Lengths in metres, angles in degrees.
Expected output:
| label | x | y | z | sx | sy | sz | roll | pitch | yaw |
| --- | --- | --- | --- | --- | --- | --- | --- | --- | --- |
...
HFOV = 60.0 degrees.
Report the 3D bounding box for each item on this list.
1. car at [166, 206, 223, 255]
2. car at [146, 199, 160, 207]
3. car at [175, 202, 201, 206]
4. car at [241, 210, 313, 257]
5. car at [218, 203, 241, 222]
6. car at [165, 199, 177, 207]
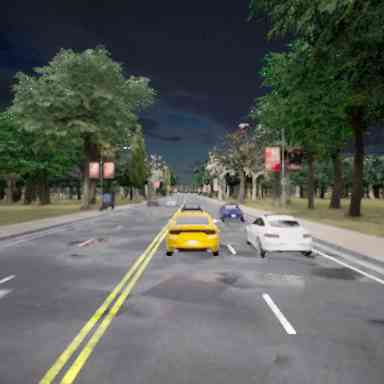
| label | x | y | z | sx | sy | sz | roll | pitch | yaw |
| --- | --- | --- | --- | --- | --- | --- | --- | --- | --- |
| car | 0.040 | 1.559 | 13.638 | 1.882 | 1.535 | 5.008 | 0 | 0 | 0 |
| car | -6.725 | 1.892 | 57.978 | 2.033 | 1.411 | 5.357 | 0 | 0 | 0 |
| car | 0.000 | 1.655 | 27.521 | 2.128 | 1.511 | 4.902 | 0 | 0 | 0 |
| car | 3.288 | 1.604 | 13.198 | 1.812 | 1.442 | 4.674 | 0 | 0 | 0 |
| car | 3.251 | 1.693 | 28.254 | 1.812 | 1.442 | 4.674 | 0 | 0 | 0 |
| car | -3.487 | 1.864 | 56.932 | 1.812 | 1.442 | 4.674 | 0 | 0 | 0 |
